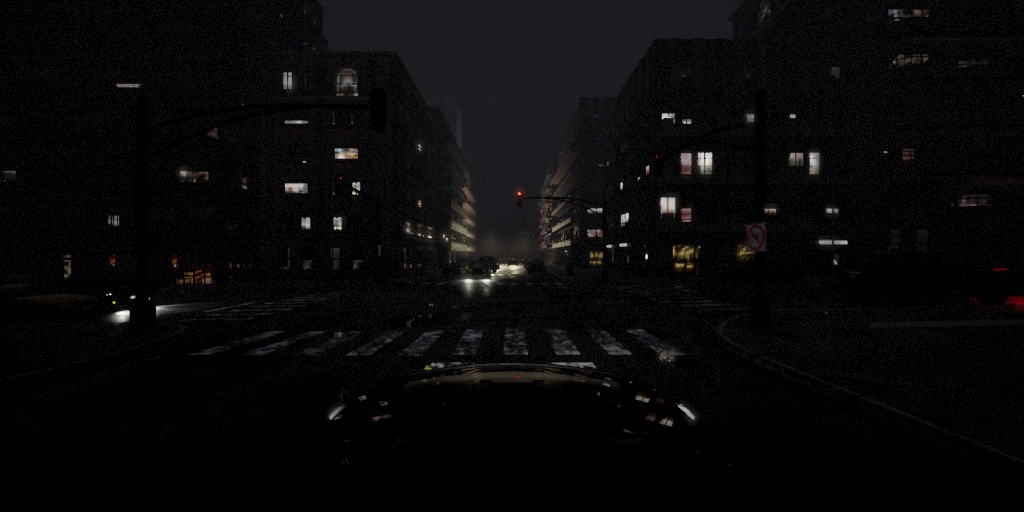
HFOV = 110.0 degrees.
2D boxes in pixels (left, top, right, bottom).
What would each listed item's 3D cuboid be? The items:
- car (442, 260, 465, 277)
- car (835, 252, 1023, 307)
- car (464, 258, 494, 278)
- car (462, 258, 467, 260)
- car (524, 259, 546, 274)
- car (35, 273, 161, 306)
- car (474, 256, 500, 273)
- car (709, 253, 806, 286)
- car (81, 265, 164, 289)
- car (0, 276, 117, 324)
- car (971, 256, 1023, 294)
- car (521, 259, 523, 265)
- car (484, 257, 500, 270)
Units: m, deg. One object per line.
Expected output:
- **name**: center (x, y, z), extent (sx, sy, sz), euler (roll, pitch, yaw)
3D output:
- **car**: center (-5.623, 1.322, 35.117), extent (1.948, 1.339, 4.313), euler (0, 0, 0)
- **car**: center (14.733, 0.775, 13.032), extent (5.009, 1.841, 2.192), euler (0, 0, 0)
- **car**: center (-3.036, 1.233, 34.102), extent (1.882, 1.535, 5.008), euler (0, 0, 0)
- **car**: center (-5.612, 1.283, 40.630), extent (1.751, 1.417, 4.829), euler (0, 0, 0)
- **car**: center (2.769, 1.198, 40.785), extent (1.967, 1.591, 4.097), euler (0, 0, 0)
- **car**: center (-18.295, 1.628, 15.400), extent (4.181, 1.385, 1.994), euler (-1, 0, 0)
- **car**: center (-3.014, 0.981, 44.083), extent (2.150, 2.045, 5.566), euler (0, 0, 0)
- **car**: center (14.615, 0.759, 21.412), extent (5.009, 1.841, 2.192), euler (0, 0, 0)
- **car**: center (-23.560, 1.462, 21.123), extent (5.009, 1.841, 2.192), euler (0, 0, 0)
- **car**: center (-17.608, 1.585, 12.815), extent (4.829, 1.417, 1.751), euler (0, 0, 0)
- **car**: center (23.889, 0.775, 15.684), extent (4.902, 1.511, 2.128), euler (-1, 0, 0)
- **car**: center (2.803, 1.348, 57.832), extent (1.802, 1.307, 4.207), euler (0, 0, 0)
- **car**: center (-2.979, 1.116, 54.416), extent (2.097, 1.767, 4.553), euler (0, 0, 0)
